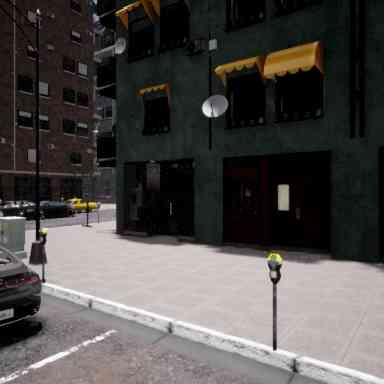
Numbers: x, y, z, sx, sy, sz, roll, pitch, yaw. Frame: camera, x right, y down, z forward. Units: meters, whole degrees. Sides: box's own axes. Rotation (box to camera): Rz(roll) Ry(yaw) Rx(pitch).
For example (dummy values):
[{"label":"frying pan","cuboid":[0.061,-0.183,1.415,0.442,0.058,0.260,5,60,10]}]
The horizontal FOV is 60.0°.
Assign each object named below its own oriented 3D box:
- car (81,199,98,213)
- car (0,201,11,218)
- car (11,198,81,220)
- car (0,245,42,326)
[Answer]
[{"label":"car","cuboid":[-10.933,1.250,30.537,1.752,1.417,4.829,1,1,35]},{"label":"car","cuboid":[-14.029,1.350,26.116,2.008,1.369,4.403,1,1,35]},{"label":"car","cuboid":[-11.179,1.345,25.690,1.994,1.385,4.181,0,1,35]},{"label":"car","cuboid":[-4.496,1.551,6.092,4.403,1.369,2.008,0,0,36]}]
